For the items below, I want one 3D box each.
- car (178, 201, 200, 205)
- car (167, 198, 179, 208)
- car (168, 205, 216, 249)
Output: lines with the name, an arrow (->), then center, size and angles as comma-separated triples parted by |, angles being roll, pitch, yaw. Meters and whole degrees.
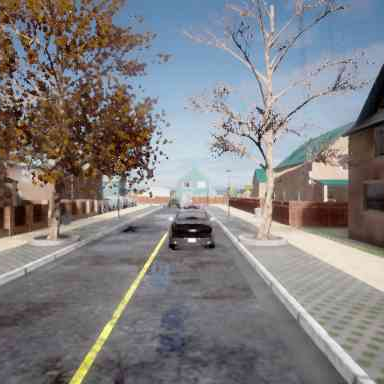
car -> 0.000, 1.597, 29.654 | 1.812, 1.442, 4.674 | 0, 0, 0
car -> -2.749, 1.765, 51.657 | 1.837, 1.490, 4.892 | 0, 0, 0
car -> 0.000, 1.529, 14.652 | 1.837, 1.490, 4.892 | 0, 0, 0
